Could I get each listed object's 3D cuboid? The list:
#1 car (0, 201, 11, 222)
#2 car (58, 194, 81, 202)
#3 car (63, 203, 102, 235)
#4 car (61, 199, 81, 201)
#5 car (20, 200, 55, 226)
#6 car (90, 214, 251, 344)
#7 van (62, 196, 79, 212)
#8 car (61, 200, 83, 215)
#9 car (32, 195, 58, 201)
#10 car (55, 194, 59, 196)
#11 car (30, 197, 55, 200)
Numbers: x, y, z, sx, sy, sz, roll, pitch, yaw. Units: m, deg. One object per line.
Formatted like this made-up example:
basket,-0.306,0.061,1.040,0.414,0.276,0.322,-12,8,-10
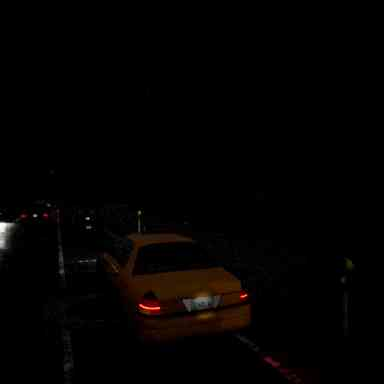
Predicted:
car,-15.423,1.505,26.051,1.837,1.490,4.892,0,0,-22
car,-12.282,1.315,34.114,2.192,1.841,5.009,0,0,-22
car,-6.027,1.551,18.768,2.008,1.369,4.403,0,0,-22
car,-10.197,1.566,28.998,1.947,1.339,4.313,0,0,-22
car,-10.869,1.548,23.336,2.033,1.411,5.357,0,0,-22
car,-0.832,1.457,6.796,1.801,1.575,5.366,0,0,-22
van,-14.367,1.342,39.228,1.690,1.788,3.998,0,0,-22
car,-8.112,1.551,23.883,2.008,1.369,4.403,0,0,-22
car,-18.186,1.492,41.260,2.128,1.511,4.902,0,0,-21
car,-31.200,1.467,79.763,1.967,1.590,4.097,0,0,-23
car,-16.009,1.526,35.685,1.812,1.442,4.674,0,0,-22
